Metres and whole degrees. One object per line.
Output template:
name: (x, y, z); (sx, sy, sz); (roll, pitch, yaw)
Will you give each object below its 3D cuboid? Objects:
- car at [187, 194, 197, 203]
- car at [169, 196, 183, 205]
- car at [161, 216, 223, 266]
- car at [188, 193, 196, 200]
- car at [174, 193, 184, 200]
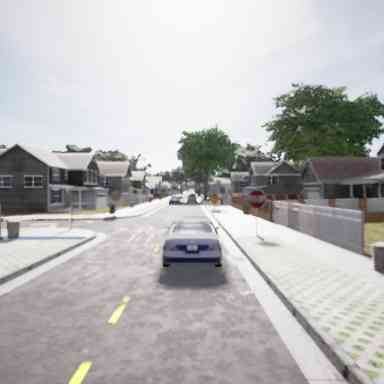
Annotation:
car: (0.021, 1.399, 63.591); (2.033, 1.411, 5.357); (0, 0, 0)
car: (-2.821, 1.359, 55.360); (1.882, 1.535, 5.008); (0, 0, 0)
car: (0.027, 1.533, 11.391); (2.033, 1.411, 5.357); (0, 0, 1)
car: (0.002, 1.111, 76.993); (1.882, 1.535, 5.008); (0, 0, 0)
car: (-2.747, 0.979, 70.743); (2.033, 1.411, 5.357); (0, 0, 0)
